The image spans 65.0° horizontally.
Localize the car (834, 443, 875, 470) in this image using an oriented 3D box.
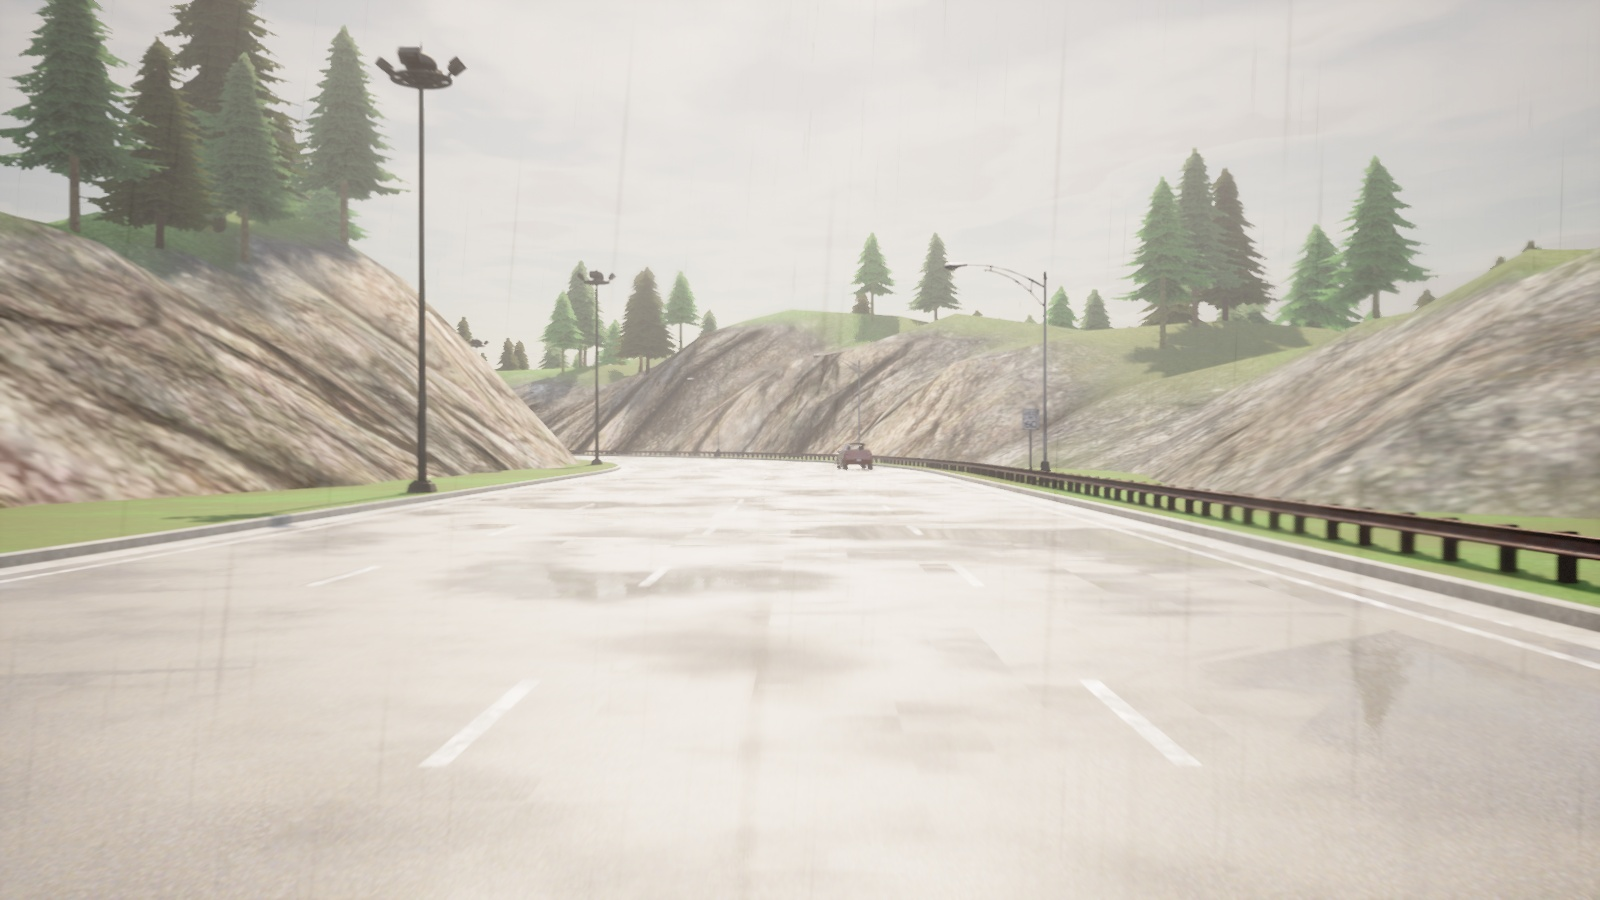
[{"bbox_3d":[3.044,0.367,71.062,1.845,1.501,3.633,0,0,-6],"label":"car"}]
